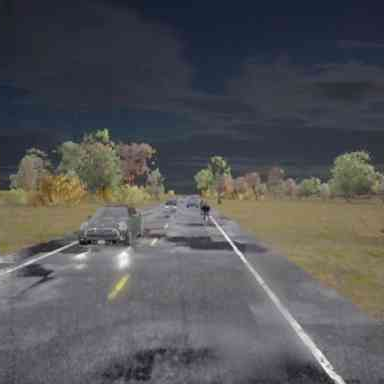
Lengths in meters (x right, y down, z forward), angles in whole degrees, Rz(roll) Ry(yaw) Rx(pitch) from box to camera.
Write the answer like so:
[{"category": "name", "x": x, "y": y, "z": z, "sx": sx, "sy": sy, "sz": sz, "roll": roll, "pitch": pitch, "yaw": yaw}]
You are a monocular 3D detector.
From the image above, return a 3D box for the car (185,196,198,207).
[{"category": "car", "x": 0.092, "y": 1.693, "z": 52.709, "sx": 2.033, "sy": 1.411, "sz": 5.357, "roll": 0, "pitch": 0, "yaw": 0}]

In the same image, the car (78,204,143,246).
[{"category": "car", "x": -3.595, "y": 1.395, "z": 15.416, "sx": 2.097, "sy": 1.767, "sz": 4.553, "roll": 0, "pitch": 0, "yaw": 0}]

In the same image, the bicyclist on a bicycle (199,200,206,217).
[{"category": "bicyclist on a bicycle", "x": 0.972, "y": 1.540, "z": 31.430, "sx": 0.582, "sy": 1.620, "sz": 1.656, "roll": 0, "pitch": -1, "yaw": 0}]

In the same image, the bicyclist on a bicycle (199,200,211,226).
[{"category": "bicyclist on a bicycle", "x": 0.969, "y": 1.431, "z": 21.978, "sx": 0.659, "sy": 1.776, "sz": 1.843, "roll": 0, "pitch": 0, "yaw": 0}]

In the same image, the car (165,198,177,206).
[{"category": "car", "x": -3.523, "y": 1.705, "z": 57.235, "sx": 2.033, "sy": 1.411, "sz": 5.357, "roll": 0, "pitch": 0, "yaw": 1}]
